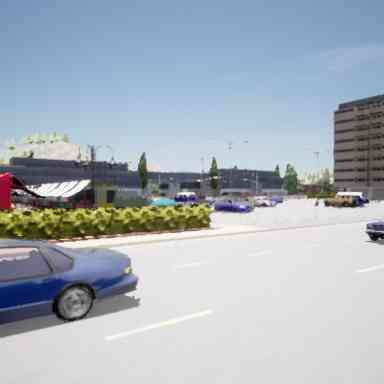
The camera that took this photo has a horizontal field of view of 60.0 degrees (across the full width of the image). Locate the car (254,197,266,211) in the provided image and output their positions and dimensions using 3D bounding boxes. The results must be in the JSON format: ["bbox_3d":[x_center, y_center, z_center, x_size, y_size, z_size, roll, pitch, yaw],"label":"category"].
[{"bbox_3d":[7.475,1.429,44.554,1.784,1.438,3.905,0,0,-35],"label":"car"}]

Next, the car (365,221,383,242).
[{"bbox_3d":[10.060,1.608,15.429,4.718,1.301,1.895,0,0,-35],"label":"car"}]

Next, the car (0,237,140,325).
[{"bbox_3d":[-3.617,1.546,5.708,5.357,1.411,2.033,0,0,-35],"label":"car"}]

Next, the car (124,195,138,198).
[{"bbox_3d":[-10.294,1.420,50.507,1.784,1.438,3.905,0,0,-35],"label":"car"}]

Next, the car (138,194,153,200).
[{"bbox_3d":[-7.885,1.211,52.117,1.932,1.855,4.605,0,0,-35],"label":"car"}]

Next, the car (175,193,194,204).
[{"bbox_3d":[-1.915,1.220,77.747,1.905,1.878,3.866,0,0,-35],"label":"car"}]

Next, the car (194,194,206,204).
[{"bbox_3d":[0.486,1.219,79.365,1.932,1.855,4.605,0,0,-35],"label":"car"}]

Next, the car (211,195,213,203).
[{"bbox_3d":[5.898,1.462,61.893,1.970,1.475,3.806,0,0,-35],"label":"car"}]

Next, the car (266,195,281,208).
[{"bbox_3d":[9.845,1.462,46.216,1.970,1.475,3.806,0,0,-35],"label":"car"}]

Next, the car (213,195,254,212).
[{"bbox_3d":[5.307,1.217,42.973,1.932,1.855,4.605,0,0,-35],"label":"car"}]
